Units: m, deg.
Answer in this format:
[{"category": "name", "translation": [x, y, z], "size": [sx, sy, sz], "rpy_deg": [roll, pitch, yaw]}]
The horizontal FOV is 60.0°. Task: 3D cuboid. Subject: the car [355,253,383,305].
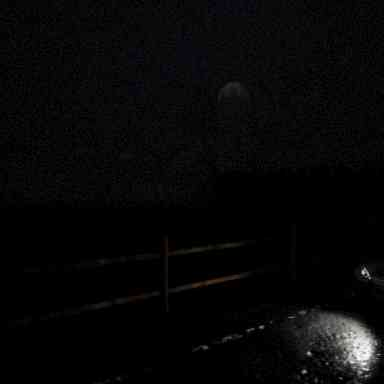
[{"category": "car", "translation": [5.274, 1.463, 6.831], "size": [4.674, 1.442, 1.812], "rpy_deg": [-1, 0, -35]}]
